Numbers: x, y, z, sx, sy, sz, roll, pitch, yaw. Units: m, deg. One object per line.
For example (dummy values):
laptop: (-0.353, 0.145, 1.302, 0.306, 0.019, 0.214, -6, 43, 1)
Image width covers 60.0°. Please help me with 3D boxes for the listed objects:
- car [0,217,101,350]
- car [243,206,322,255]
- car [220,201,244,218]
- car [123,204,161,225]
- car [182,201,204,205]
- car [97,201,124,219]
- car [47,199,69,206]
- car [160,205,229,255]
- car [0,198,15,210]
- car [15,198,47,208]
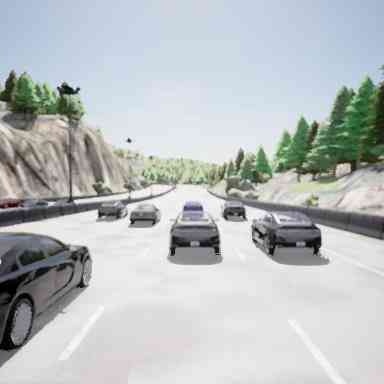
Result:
car: (-3.402, 1.490, 6.249, 1.882, 1.535, 5.008, 0, 0, 0)
car: (3.598, 1.517, 13.415, 2.128, 1.511, 4.902, 0, 0, 0)
car: (3.595, 1.560, 29.441, 1.837, 1.490, 4.892, 0, 0, 0)
car: (-3.404, 1.594, 24.818, 2.033, 1.411, 5.357, 0, 0, 0)
car: (0.096, 1.536, 30.874, 1.882, 1.535, 5.008, 0, 0, 0)
car: (-6.905, 1.547, 29.351, 2.128, 1.511, 4.902, 0, 0, 0)
car: (-17.584, 1.650, 45.563, 1.994, 1.385, 4.181, 0, 0, 0)
car: (0.098, 1.517, 13.507, 2.128, 1.511, 4.902, 0, 0, 0)
car: (-24.583, 1.560, 44.091, 1.882, 1.535, 5.008, 0, 0, 0)
car: (-21.084, 1.577, 44.609, 2.128, 1.511, 4.902, 0, 0, 0)
